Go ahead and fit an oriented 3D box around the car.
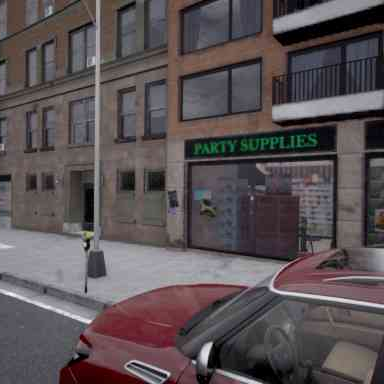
[{"bbox_3d":[1.282,1.315,2.152,5.009,1.841,2.192,0,1,35],"label":"car"}]
